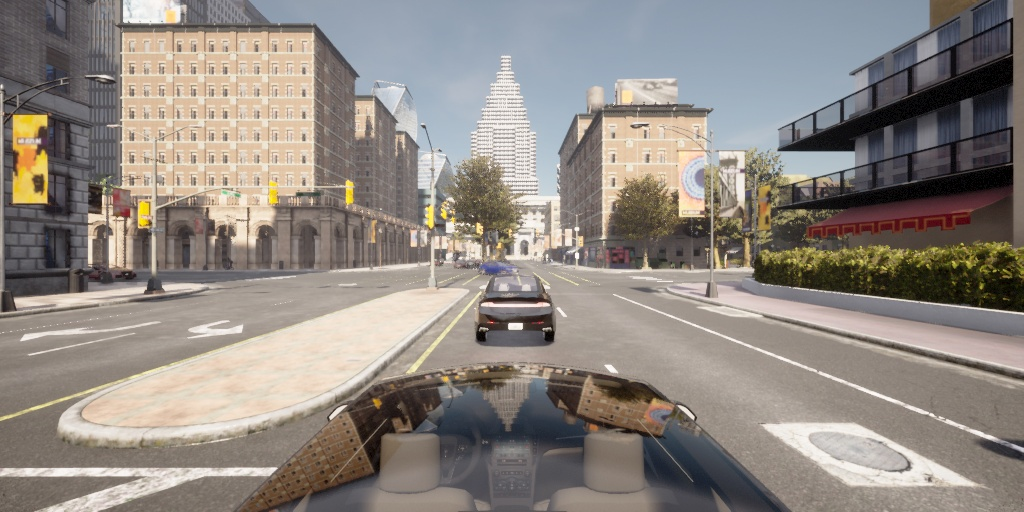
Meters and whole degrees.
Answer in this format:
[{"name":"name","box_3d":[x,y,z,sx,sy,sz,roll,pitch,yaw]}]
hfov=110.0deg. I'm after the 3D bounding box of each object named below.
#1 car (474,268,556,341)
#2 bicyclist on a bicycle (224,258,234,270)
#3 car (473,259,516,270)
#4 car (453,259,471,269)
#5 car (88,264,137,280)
[{"name":"car","box_3d":[0.083,1.242,9.836,2.128,1.511,4.902,0,0,0]},{"name":"bicyclist on a bicycle","box_3d":[-37.237,1.050,47.246,0.582,1.620,1.656,0,0,0]},{"name":"car","box_3d":[-1.504,1.275,37.245,4.674,1.442,1.812,0,0,38]},{"name":"car","box_3d":[-7.999,1.276,56.310,1.812,1.442,4.674,0,0,0]},{"name":"car","box_3d":[-33.463,1.314,29.294,4.181,1.385,1.994,0,0,0]}]
